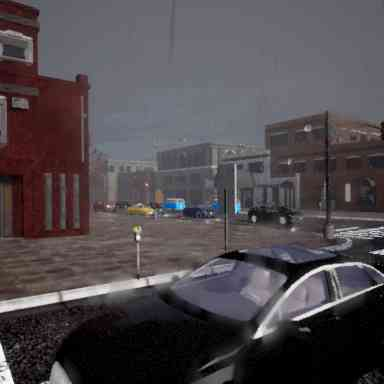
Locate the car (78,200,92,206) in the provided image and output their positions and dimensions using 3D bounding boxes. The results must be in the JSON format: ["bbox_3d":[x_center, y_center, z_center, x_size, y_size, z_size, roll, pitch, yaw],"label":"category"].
[{"bbox_3d":[-26.114,2.623,80.924,1.752,1.417,4.829,-2,0,-36],"label":"car"}]

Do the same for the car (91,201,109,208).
[{"bbox_3d":[-18.227,2.442,65.738,1.994,1.385,4.181,-1,0,-36],"label":"car"}]

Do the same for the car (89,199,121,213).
[{"bbox_3d":[-12.777,2.001,48.468,2.192,1.841,5.009,-2,0,-36],"label":"car"}]

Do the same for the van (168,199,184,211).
[{"bbox_3d":[-2.673,1.869,48.780,1.690,1.788,3.998,-2,0,-36],"label":"van"}]

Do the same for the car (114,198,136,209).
[{"bbox_3d":[-12.679,2.085,62.497,2.192,1.841,5.009,-2,0,-36],"label":"car"}]

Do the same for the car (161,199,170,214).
[{"bbox_3d":[-5.188,2.034,42.446,1.837,1.490,4.892,-1,0,-36],"label":"car"}]

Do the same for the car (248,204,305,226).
[{"bbox_3d":[6.562,1.750,26.316,1.837,1.490,4.892,-1,0,-36],"label":"car"}]

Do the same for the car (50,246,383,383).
[{"bbox_3d":[0.921,1.492,4.034,4.902,1.511,2.128,0,0,-35],"label":"car"}]

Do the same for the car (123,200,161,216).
[{"bbox_3d":[-6.001,2.048,39.187,1.752,1.417,4.829,-2,0,-36],"label":"car"}]

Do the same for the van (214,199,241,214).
[{"bbox_3d":[3.997,1.707,39.636,1.690,1.788,3.998,-2,0,-36],"label":"van"}]

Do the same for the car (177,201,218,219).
[{"bbox_3d":[0.740,1.950,34.318,1.994,1.385,4.181,-1,0,-35],"label":"car"}]

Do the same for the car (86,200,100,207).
[{"bbox_3d":[-22.677,2.595,76.215,1.802,1.307,4.206,-2,0,-36],"label":"car"}]

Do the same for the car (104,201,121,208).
[{"bbox_3d":[-16.007,2.433,67.070,1.802,1.307,4.206,-2,0,-36],"label":"car"}]

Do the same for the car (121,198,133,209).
[{"bbox_3d":[-10.897,2.178,55.688,1.882,1.535,5.008,-1,-1,-36],"label":"car"}]
